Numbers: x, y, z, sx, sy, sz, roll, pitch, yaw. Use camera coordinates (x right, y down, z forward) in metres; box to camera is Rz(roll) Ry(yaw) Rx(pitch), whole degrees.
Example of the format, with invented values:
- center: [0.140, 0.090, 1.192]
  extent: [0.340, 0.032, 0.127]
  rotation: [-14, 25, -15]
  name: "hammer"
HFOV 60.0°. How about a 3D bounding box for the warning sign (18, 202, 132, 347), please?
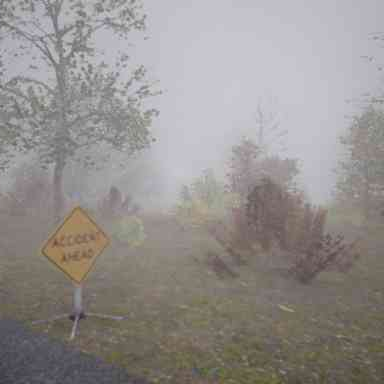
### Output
- center: [-1.805, 1.115, 5.231]
  extent: [1.060, 1.860, 1.300]
  rotation: [-1, 0, 36]
  name: "warning sign"
